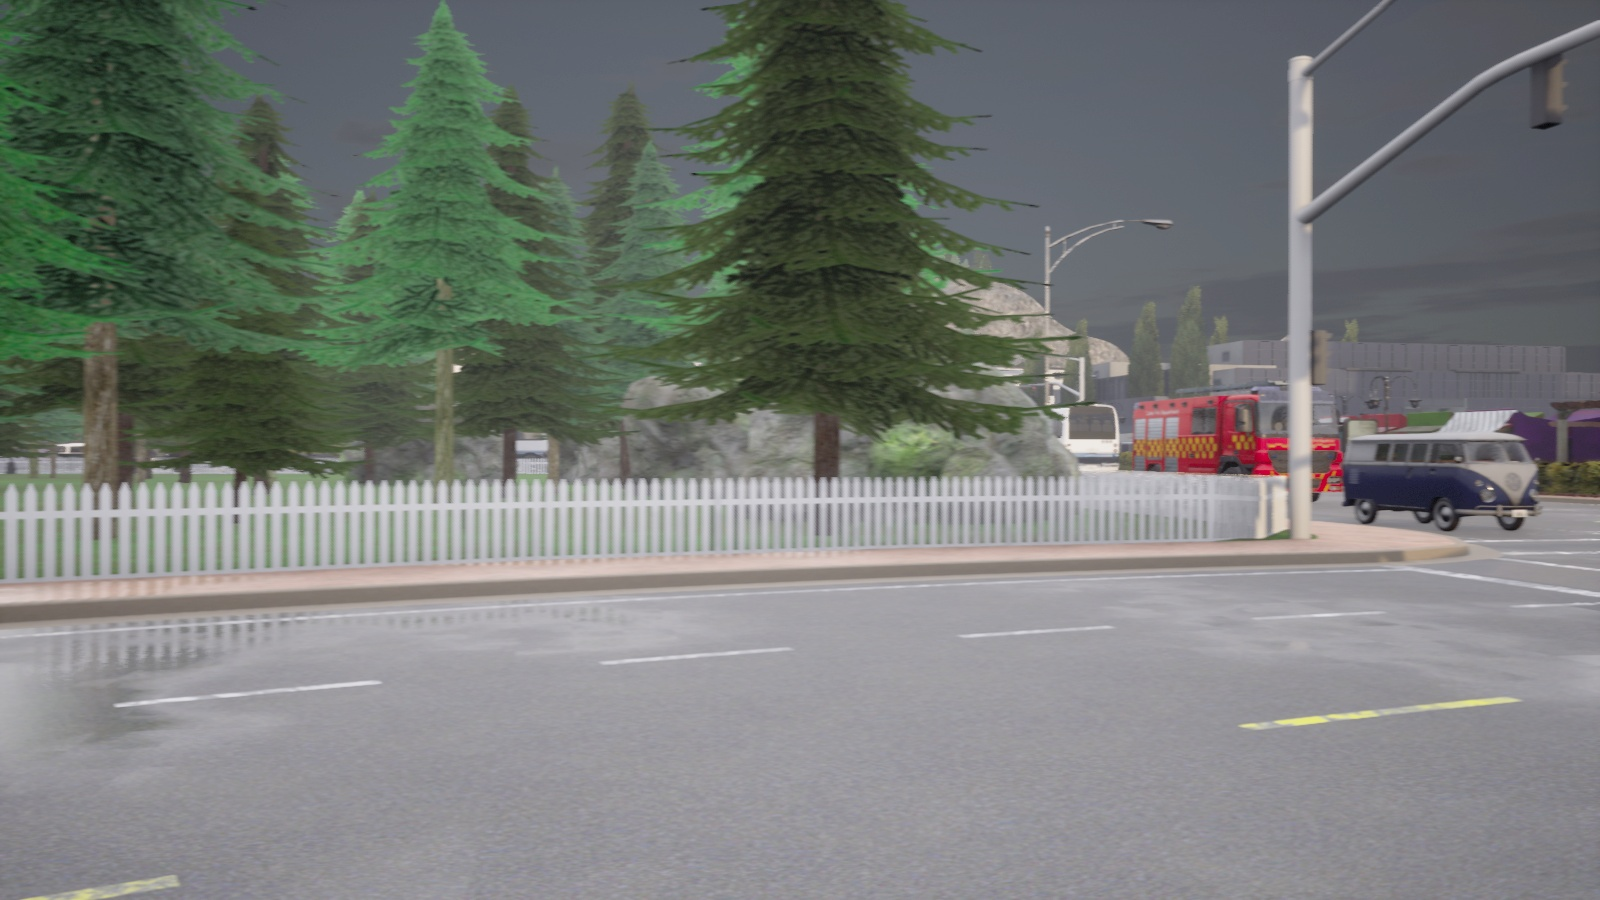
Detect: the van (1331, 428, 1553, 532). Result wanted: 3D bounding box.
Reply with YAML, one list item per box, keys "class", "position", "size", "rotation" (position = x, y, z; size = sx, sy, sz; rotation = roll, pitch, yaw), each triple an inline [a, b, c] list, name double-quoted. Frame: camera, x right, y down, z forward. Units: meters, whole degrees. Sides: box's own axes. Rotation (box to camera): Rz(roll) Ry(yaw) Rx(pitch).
- class: "van"
  position: [13.291, 0.571, 26.339]
  size: [1.775, 1.987, 4.442]
  rotation: [0, 0, -11]

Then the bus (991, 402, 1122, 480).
- class: "bus"
  position: [14.851, -0.485, 73.907]
  size: [3.944, 4.253, 10.273]
  rotation: [0, 0, -11]

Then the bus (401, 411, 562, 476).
- class: "bus"
  position: [-21.428, -0.413, 85.253]
  size: [10.273, 4.253, 3.944]
  rotation: [0, 0, -10]

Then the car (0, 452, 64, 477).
- class: "car"
  position: [-52.134, 0.937, 83.703]
  size: [4.856, 1.649, 2.033]
  rotation: [0, 0, -9]

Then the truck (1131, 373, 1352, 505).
- class: "truck"
  position: [14.052, -0.323, 40.939]
  size: [2.891, 3.827, 8.468]
  rotation: [0, 0, -11]

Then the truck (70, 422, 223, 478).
- class: "truck"
  position: [-40.724, 0.000, 78.502]
  size: [7.936, 3.462, 2.891]
  rotation: [0, 0, -9]
